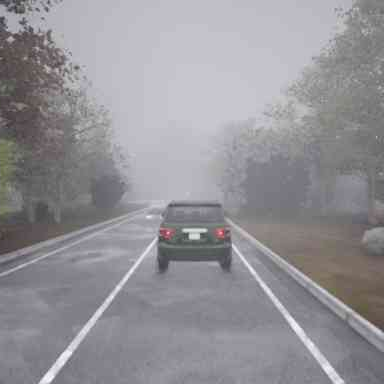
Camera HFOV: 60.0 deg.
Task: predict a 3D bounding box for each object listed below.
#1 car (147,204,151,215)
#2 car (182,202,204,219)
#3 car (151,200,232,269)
[{"bbox_3d":[-3.601,1.616,35.470,1.812,1.442,4.674,0,0,0],"label":"car"},{"bbox_3d":[0.090,1.683,30.573,1.895,1.301,4.718,0,0,0],"label":"car"},{"bbox_3d":[0.078,1.267,11.453,2.150,2.045,5.566,0,0,0],"label":"car"}]
